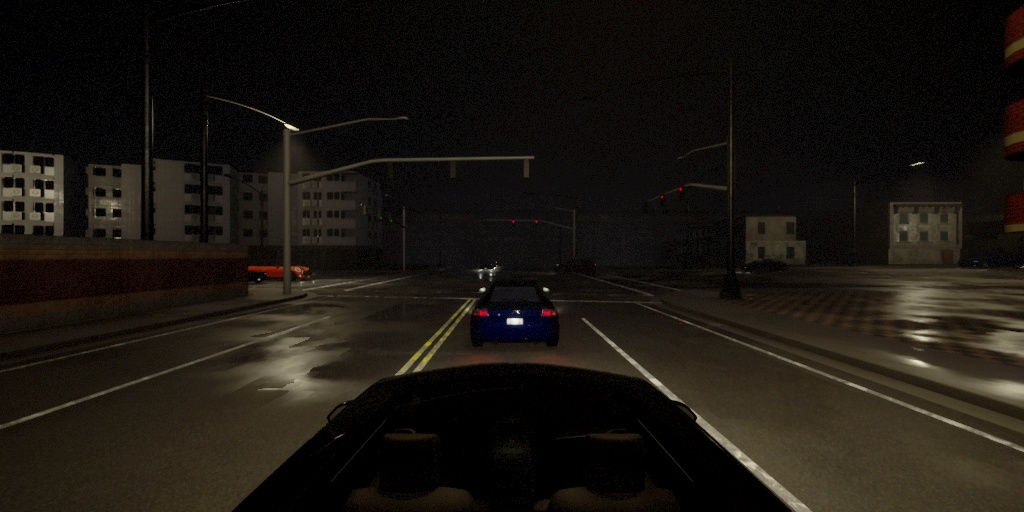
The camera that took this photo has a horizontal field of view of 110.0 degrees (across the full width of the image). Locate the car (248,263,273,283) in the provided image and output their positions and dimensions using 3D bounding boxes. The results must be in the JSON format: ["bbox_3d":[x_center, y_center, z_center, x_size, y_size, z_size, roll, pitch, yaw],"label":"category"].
[{"bbox_3d":[-19.921,1.335,25.132,4.718,1.301,1.895,0,0,1],"label":"car"}]

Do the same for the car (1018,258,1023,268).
[{"bbox_3d":[37.242,0.757,23.528,5.008,1.535,1.882,-1,0,1],"label":"car"}]

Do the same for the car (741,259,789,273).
[{"bbox_3d":[26.670,1.023,37.907,4.181,1.385,1.994,-1,0,1],"label":"car"}]

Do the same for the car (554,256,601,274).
[{"bbox_3d":[6.857,1.025,38.684,4.553,1.767,2.097,0,0,8],"label":"car"}]

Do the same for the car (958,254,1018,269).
[{"bbox_3d":[49.893,0.528,37.439,5.008,1.535,1.882,-1,0,1],"label":"car"}]

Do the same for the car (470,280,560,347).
[{"bbox_3d":[0.063,1.309,9.356,1.994,1.385,4.181,0,0,0],"label":"car"}]

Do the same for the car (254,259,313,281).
[{"bbox_3d":[-18.463,1.084,28.582,4.553,1.767,2.097,0,0,0],"label":"car"}]

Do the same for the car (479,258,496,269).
[{"bbox_3d":[-3.746,1.220,53.710,1.837,1.490,4.892,0,0,0],"label":"car"}]

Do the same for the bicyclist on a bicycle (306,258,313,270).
[{"bbox_3d":[-25.562,1.021,45.223,0.582,1.620,1.656,0,0,0],"label":"bicyclist on a bicycle"}]

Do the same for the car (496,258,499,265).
[{"bbox_3d":[-3.753,1.234,63.227,1.812,1.442,4.674,0,0,0],"label":"car"}]
